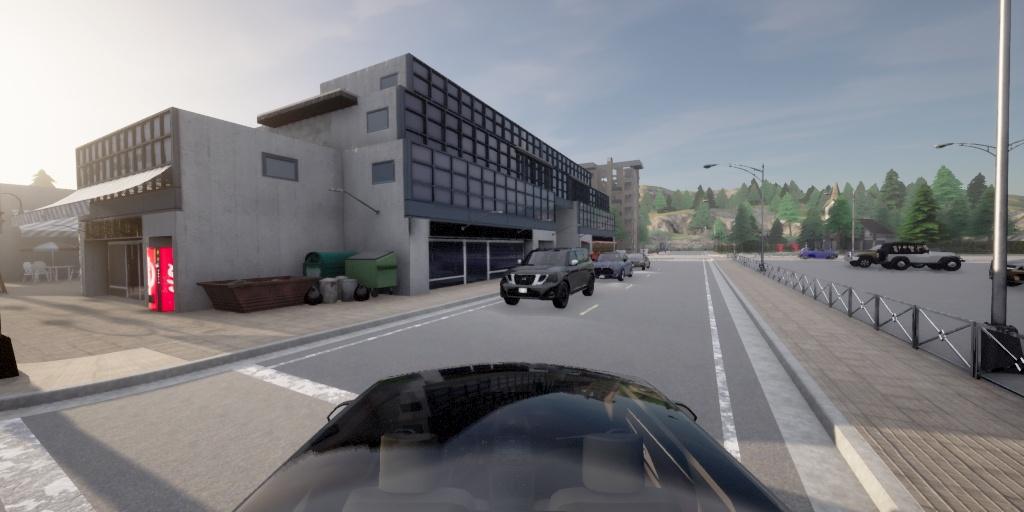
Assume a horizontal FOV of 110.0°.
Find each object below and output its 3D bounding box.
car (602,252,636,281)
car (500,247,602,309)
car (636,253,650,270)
[{"bbox_3d":[6.231,0.544,22.666,2.097,1.767,4.553,0,2,28],"label":"car"},{"bbox_3d":[1.633,0.683,13.971,2.150,2.045,5.566,0,1,28],"label":"car"},{"bbox_3d":[11.019,0.438,31.709,1.812,1.442,4.674,0,2,28],"label":"car"}]
